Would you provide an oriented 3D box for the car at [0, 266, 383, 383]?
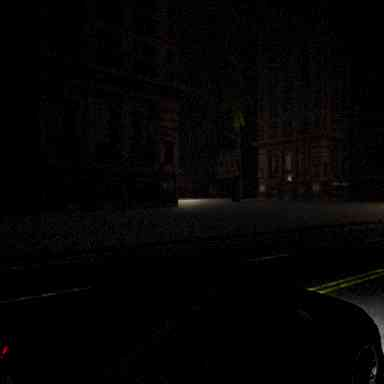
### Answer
[{"bbox_3d":[0.263,1.565,3.626,4.181,1.385,1.994,0,0,-35],"label":"car"}]
